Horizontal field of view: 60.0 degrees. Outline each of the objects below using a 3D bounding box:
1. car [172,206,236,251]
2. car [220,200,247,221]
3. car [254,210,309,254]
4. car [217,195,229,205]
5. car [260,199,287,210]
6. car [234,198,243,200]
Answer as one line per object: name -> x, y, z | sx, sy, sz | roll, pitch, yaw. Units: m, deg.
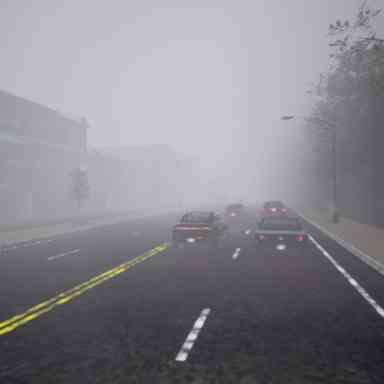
car -> 0.506, 1.600, 14.787 | 2.128, 1.511, 4.902 | -1, 0, 13
car -> 3.866, 1.704, 29.487 | 1.812, 1.442, 4.674 | -1, 0, 13
car -> 3.630, 1.663, 13.877 | 1.895, 1.301, 4.718 | -1, 0, 13
car -> 6.786, 1.683, 71.467 | 2.150, 2.045, 5.566 | -1, 0, 13
car -> 6.963, 1.483, 28.470 | 2.097, 1.767, 4.553 | -1, -1, 13
car -> 9.964, 1.939, 70.769 | 2.128, 1.511, 4.902 | -1, 0, 13
